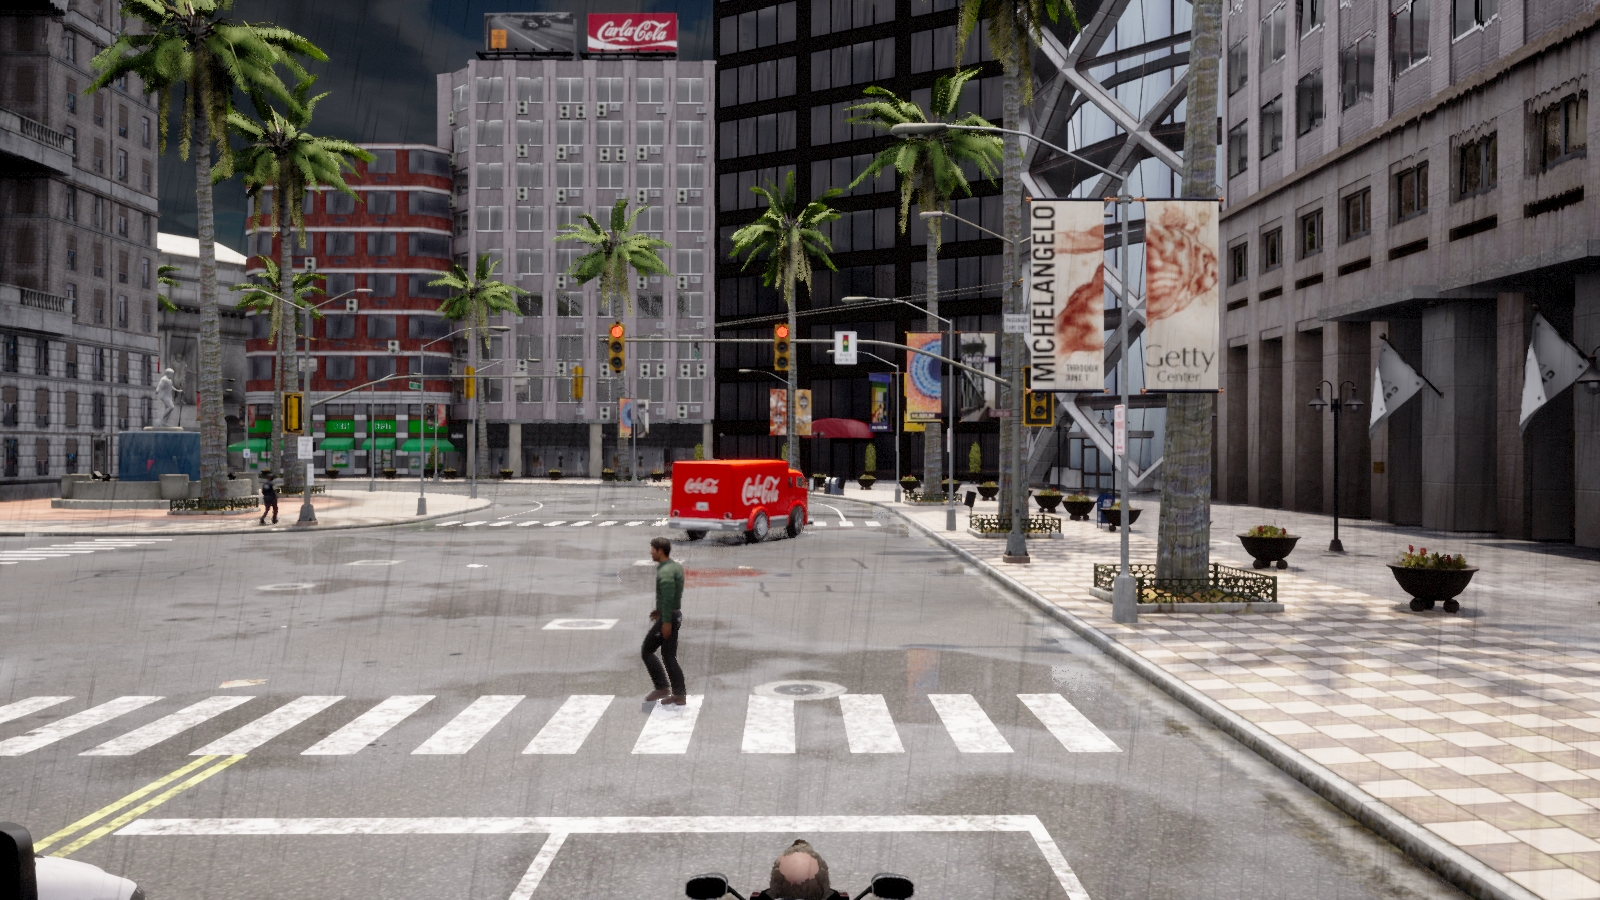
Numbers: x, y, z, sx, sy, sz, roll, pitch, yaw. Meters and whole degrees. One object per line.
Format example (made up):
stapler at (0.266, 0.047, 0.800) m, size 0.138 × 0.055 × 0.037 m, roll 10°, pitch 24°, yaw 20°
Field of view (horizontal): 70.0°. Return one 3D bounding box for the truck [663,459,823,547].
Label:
truck at (-1.674, 1.552, 35.885) m, size 2.627 × 2.467 × 5.204 m, roll 0°, pitch 0°, yaw 29°

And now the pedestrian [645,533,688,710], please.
pedestrian at (-1.444, 1.842, 12.383) m, size 0.375 × 1.860 × 0.375 m, roll 0°, pitch 0°, yaw 8°

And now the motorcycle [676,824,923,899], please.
motorcycle at (-0.001, 2.203, 3.717) m, size 0.867 × 1.251 × 2.209 m, roll 0°, pitch 0°, yaw 0°

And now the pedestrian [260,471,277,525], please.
pedestrian at (-18.548, 1.680, 39.856) m, size 0.375 × 1.860 × 0.375 m, roll 0°, pitch 0°, yaw 17°

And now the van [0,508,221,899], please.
van at (-3.507, 1.533, 1.998) m, size 1.988 × 2.561 × 5.915 m, roll 0°, pitch 0°, yaw 0°
